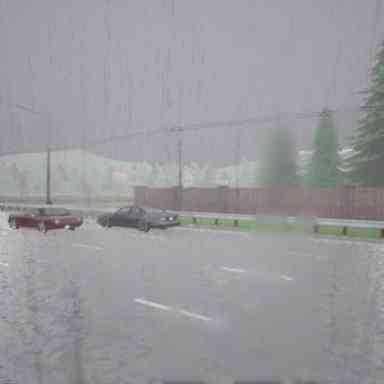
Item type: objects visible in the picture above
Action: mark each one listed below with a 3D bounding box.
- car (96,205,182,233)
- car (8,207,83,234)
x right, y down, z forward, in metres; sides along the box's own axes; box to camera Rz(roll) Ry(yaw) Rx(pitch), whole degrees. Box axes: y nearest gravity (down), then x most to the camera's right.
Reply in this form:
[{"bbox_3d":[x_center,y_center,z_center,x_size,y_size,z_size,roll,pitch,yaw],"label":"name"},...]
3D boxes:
[{"bbox_3d":[-3.151,1.468,19.142,5.357,1.411,2.033,0,0,36],"label":"car"},{"bbox_3d":[-8.241,1.500,18.475,4.718,1.301,1.895,0,0,36],"label":"car"}]
